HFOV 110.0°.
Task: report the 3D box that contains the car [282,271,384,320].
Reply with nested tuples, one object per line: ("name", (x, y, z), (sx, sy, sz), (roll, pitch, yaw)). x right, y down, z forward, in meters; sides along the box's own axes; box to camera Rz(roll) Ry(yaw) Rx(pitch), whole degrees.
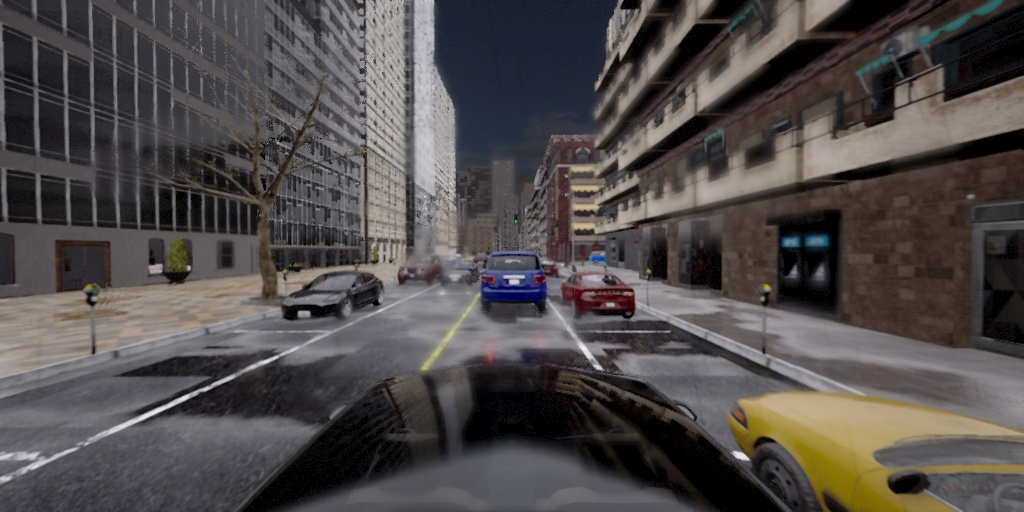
("car", (-5.695, 1.190, 12.010), (1.948, 1.339, 4.313), (0, 0, 0))

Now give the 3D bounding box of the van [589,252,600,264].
("van", (13.703, 0.238, 54.063), (3.998, 1.789, 1.690), (0, 0, 0))

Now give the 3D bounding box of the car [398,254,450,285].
("car", (-5.699, 0.805, 23.054), (2.192, 1.841, 5.009), (0, 0, 0))

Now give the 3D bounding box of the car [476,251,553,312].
("car", (0.067, 0.829, 13.473), (2.150, 2.045, 5.566), (0, 1, 0))

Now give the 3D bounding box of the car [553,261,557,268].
("car", (2.679, 0.969, 28.578), (1.888, 1.381, 4.507), (0, 0, 0))

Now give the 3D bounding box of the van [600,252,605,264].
("van", (13.728, 0.375, 45.683), (3.998, 1.789, 1.690), (0, 0, 0))

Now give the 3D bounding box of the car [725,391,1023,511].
("car", (2.688, 1.284, 1.137), (1.751, 1.417, 4.829), (0, 0, 0))

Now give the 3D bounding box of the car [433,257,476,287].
("car", (-3.101, 0.995, 21.893), (2.128, 1.511, 4.902), (0, 1, 0))

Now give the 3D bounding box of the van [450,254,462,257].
("van", (-5.702, 0.700, 34.099), (1.690, 1.789, 3.998), (0, 0, 0))

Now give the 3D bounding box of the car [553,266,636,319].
("car", (2.685, 1.169, 12.012), (1.888, 1.381, 4.507), (0, 0, 0))
